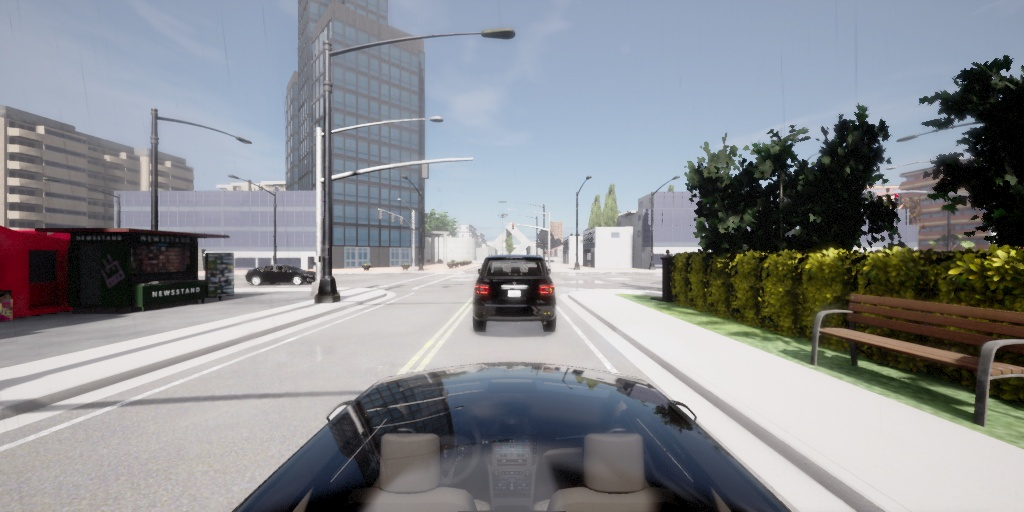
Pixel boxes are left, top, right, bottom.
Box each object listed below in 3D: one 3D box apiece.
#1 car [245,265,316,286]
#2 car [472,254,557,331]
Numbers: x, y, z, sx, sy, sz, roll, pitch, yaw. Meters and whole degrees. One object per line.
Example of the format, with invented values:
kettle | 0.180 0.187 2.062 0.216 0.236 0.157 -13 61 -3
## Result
car | -16.638 1.362 26.173 4.892 1.490 1.837 -1 0 0
car | 0.075 0.971 11.079 2.150 2.045 5.566 0 0 0
